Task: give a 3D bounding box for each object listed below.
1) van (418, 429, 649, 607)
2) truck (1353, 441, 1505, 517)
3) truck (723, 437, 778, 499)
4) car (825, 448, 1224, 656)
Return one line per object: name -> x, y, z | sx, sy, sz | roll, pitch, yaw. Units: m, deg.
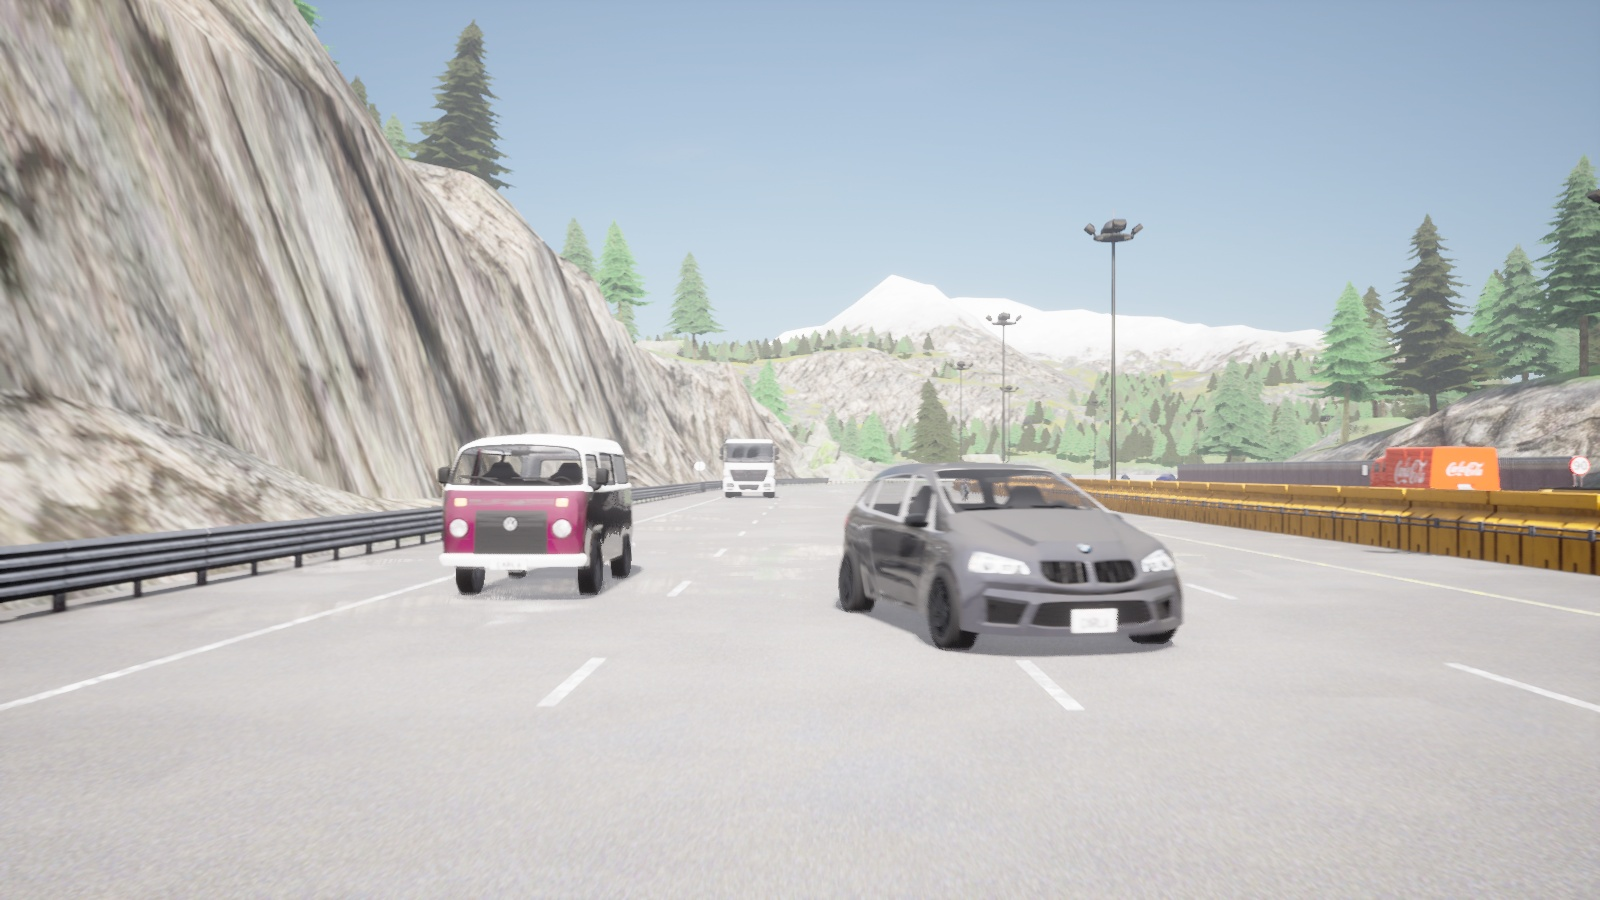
van -> -3.330, 0.831, 16.665 | 2.069, 2.038, 4.480 | 0, -1, 1
truck -> 21.447, 0.972, 43.116 | 2.627, 2.467, 5.204 | 0, -1, 1
truck -> -2.829, 1.080, 73.861 | 2.891, 3.462, 7.936 | 0, -1, 0
car -> 1.940, 0.864, 12.597 | 2.242, 1.667, 4.611 | 0, -1, -14
